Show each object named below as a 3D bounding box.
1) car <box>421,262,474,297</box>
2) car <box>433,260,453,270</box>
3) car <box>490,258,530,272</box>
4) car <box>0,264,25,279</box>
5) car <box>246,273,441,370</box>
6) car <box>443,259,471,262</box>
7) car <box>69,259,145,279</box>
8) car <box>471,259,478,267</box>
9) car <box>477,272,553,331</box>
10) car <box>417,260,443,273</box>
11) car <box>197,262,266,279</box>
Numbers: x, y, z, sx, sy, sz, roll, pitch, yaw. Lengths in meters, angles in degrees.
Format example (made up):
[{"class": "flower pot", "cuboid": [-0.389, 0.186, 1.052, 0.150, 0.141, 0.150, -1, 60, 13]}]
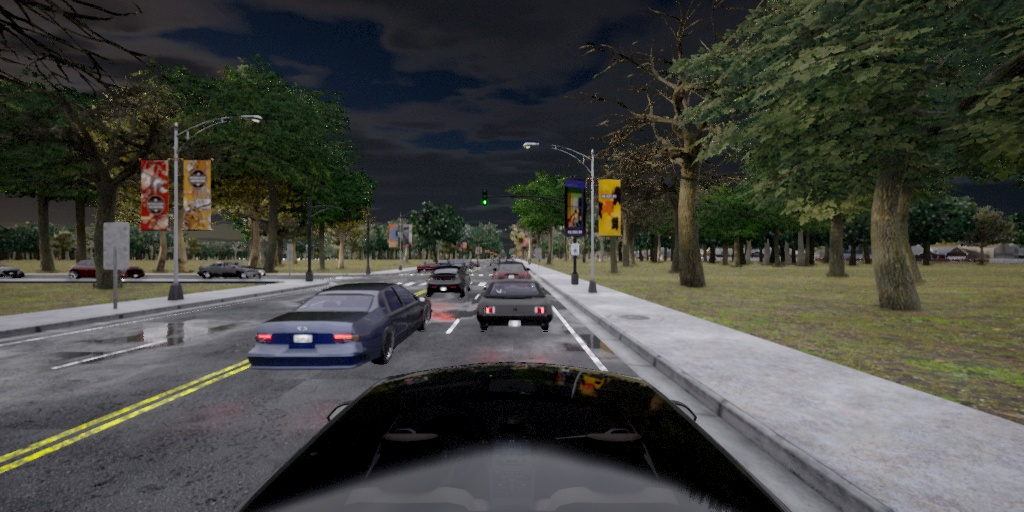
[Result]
[{"class": "car", "cuboid": [-3.242, 1.249, 18.947, 1.837, 1.490, 4.892, 0, 0, -2]}, {"class": "car", "cuboid": [-10.107, 1.288, 52.922, 2.033, 1.411, 5.357, 0, 0, 0]}, {"class": "car", "cuboid": [-0.025, 1.094, 20.657, 2.097, 1.767, 4.553, 0, 0, 0]}, {"class": "car", "cuboid": [-43.195, 1.260, 29.550, 4.181, 1.385, 1.994, 0, 0, 1]}, {"class": "car", "cuboid": [-3.176, 1.294, 7.928, 2.033, 1.411, 5.357, 0, 0, 0]}, {"class": "car", "cuboid": [-6.815, 1.231, 44.761, 2.128, 1.511, 4.902, 0, 0, 0]}, {"class": "car", "cuboid": [-33.283, 1.056, 29.572, 4.553, 1.767, 2.097, 0, 0, 0]}, {"class": "car", "cuboid": [-6.860, 1.233, 54.097, 2.128, 1.511, 4.902, 0, 0, 0]}, {"class": "car", "cuboid": [0.059, 1.346, 10.921, 1.895, 1.301, 4.718, 0, 0, 0]}, {"class": "car", "cuboid": [-10.059, 1.340, 43.269, 1.895, 1.301, 4.718, 0, 0, 0]}, {"class": "car", "cuboid": [-23.081, 1.208, 29.619, 4.902, 1.511, 2.128, 0, 0, 0]}]
